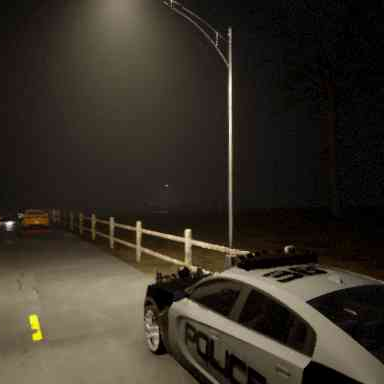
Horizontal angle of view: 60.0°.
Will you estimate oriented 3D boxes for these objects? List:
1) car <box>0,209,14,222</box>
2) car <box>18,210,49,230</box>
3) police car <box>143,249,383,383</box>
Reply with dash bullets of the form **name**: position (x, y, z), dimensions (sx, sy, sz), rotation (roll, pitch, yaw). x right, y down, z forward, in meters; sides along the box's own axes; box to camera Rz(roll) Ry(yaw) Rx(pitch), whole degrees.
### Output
- **car**: position (-22.489, 2.784, 39.622), dimensions (1.812, 1.442, 4.674), rotation (1, -3, -26)
- **car**: position (-13.092, 2.228, 27.683), dimensions (1.882, 1.535, 5.008), rotation (1, -2, -29)
- **police car**: position (0.931, 1.531, 4.010), dimensions (1.930, 1.638, 5.238), rotation (1, -2, -29)
